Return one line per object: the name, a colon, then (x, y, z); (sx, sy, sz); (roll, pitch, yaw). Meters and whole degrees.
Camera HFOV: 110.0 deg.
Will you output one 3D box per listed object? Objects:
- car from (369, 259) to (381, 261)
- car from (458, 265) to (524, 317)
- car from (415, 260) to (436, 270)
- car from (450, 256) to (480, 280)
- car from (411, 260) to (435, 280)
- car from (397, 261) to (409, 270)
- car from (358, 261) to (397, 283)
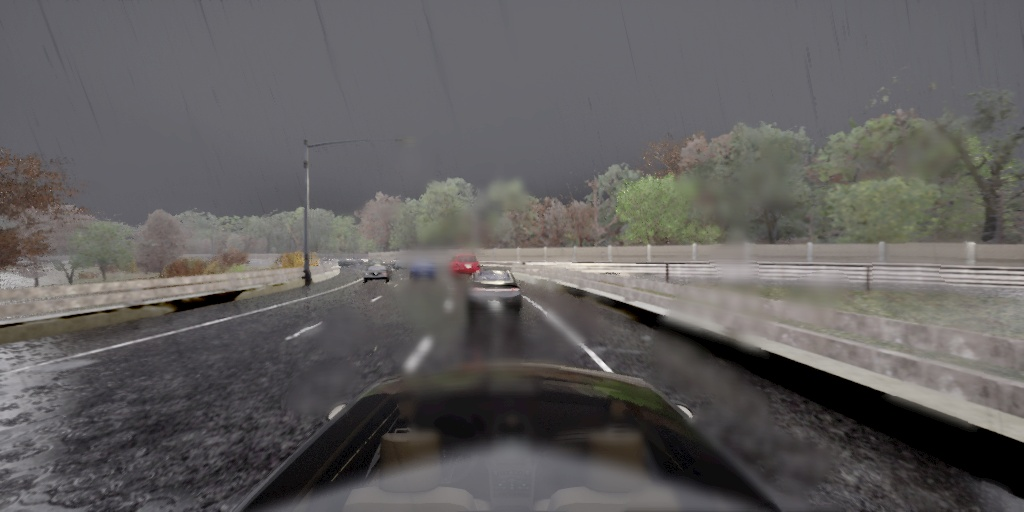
car: (-19.648, 1.195, 51.343); (2.097, 1.767, 4.553); (0, 0, -28)
car: (-0.733, 1.250, 13.152); (2.128, 1.511, 4.902); (0, 0, -6)
car: (-13.078, 1.311, 53.990); (1.837, 1.490, 4.892); (0, 0, -27)
car: (-4.238, 0.986, 31.857); (2.150, 2.045, 5.566); (0, 0, -16)
car: (-7.828, 1.262, 31.511); (1.882, 1.535, 5.008); (0, 0, -16)
car: (-16.630, 1.389, 53.171); (1.994, 1.385, 4.181); (0, 0, -28)
car: (-10.574, 1.347, 28.525); (2.033, 1.411, 5.357); (0, 0, -15)
